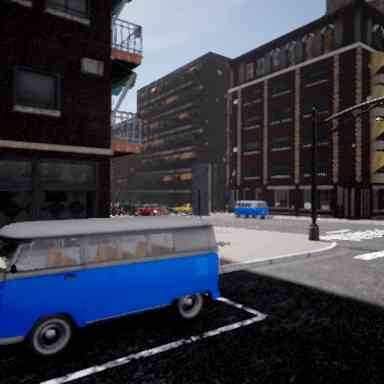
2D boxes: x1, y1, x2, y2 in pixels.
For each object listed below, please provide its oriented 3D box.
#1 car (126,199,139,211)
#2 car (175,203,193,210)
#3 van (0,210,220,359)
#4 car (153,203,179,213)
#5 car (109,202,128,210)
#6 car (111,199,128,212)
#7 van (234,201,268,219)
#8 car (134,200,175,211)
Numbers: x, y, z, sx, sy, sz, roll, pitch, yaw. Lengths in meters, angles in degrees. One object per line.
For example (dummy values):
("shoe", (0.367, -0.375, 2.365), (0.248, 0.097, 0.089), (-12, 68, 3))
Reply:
("car", (-7.907, 1.939, 44.584), (2.150, 2.045, 5.566), (1, -1, -36))
("car", (-0.672, 2.215, 44.338), (1.752, 1.417, 4.829), (-1, -1, -36))
("van", (-1.382, 1.349, 5.710), (3.998, 1.788, 1.690), (0, 0, -36))
("car", (-3.871, 2.345, 48.776), (1.947, 1.339, 4.313), (-1, -1, -36))
("car", (-13.870, 2.588, 62.645), (1.752, 1.417, 4.829), (-1, -1, -36))
("car", (-10.618, 2.156, 43.916), (1.967, 1.590, 4.097), (-1, -1, -36))
("van", (6.161, 1.843, 35.147), (1.690, 1.788, 3.998), (-1, -1, -36))
("car", (-4.019, 1.970, 34.762), (1.967, 1.590, 4.097), (-1, -1, -36))
